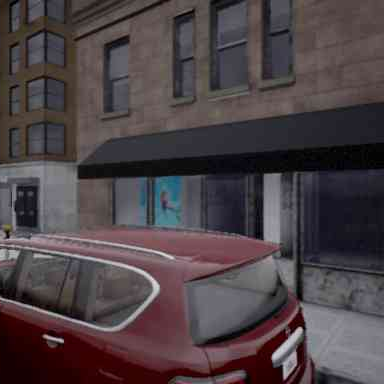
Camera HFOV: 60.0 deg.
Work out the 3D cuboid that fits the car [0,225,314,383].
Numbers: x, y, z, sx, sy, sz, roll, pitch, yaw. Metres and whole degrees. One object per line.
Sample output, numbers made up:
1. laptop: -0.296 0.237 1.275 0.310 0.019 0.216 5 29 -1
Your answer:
1. car: -1.244 1.316 3.779 5.009 1.841 2.192 0 0 35
